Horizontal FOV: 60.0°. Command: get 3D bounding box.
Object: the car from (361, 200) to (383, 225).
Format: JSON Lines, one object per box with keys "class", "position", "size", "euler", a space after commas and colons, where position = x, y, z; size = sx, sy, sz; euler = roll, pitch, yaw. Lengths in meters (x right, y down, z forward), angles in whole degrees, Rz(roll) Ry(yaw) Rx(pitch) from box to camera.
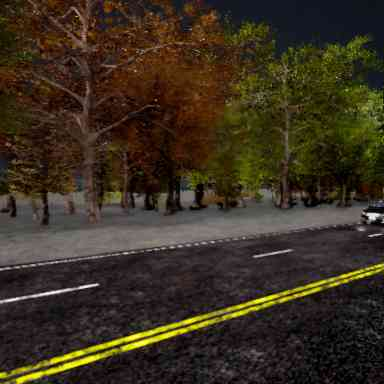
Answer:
{"class": "car", "position": [12.301, 1.213, 20.433], "size": [4.902, 1.511, 2.128], "euler": [-1, 1, -35]}
